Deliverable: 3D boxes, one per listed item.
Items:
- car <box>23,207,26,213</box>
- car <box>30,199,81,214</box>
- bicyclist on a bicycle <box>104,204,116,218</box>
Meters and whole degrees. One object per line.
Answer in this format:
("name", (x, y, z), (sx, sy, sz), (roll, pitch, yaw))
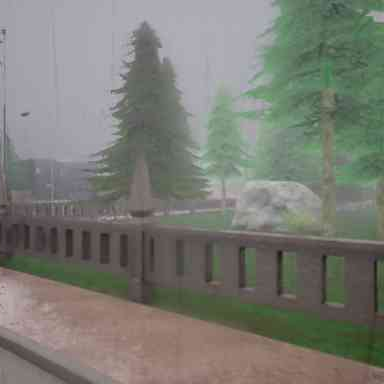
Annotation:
("car", (-17.213, 1.587, 37.678), (1.882, 1.535, 5.008), (0, 0, 36))
("car", (-14.365, 1.576, 35.643), (1.882, 1.535, 5.008), (0, 0, 36))
("bicyclist on a bicycle", (-6.784, 1.366, 27.383), (1.656, 1.620, 0.582), (-1, 0, 35))
